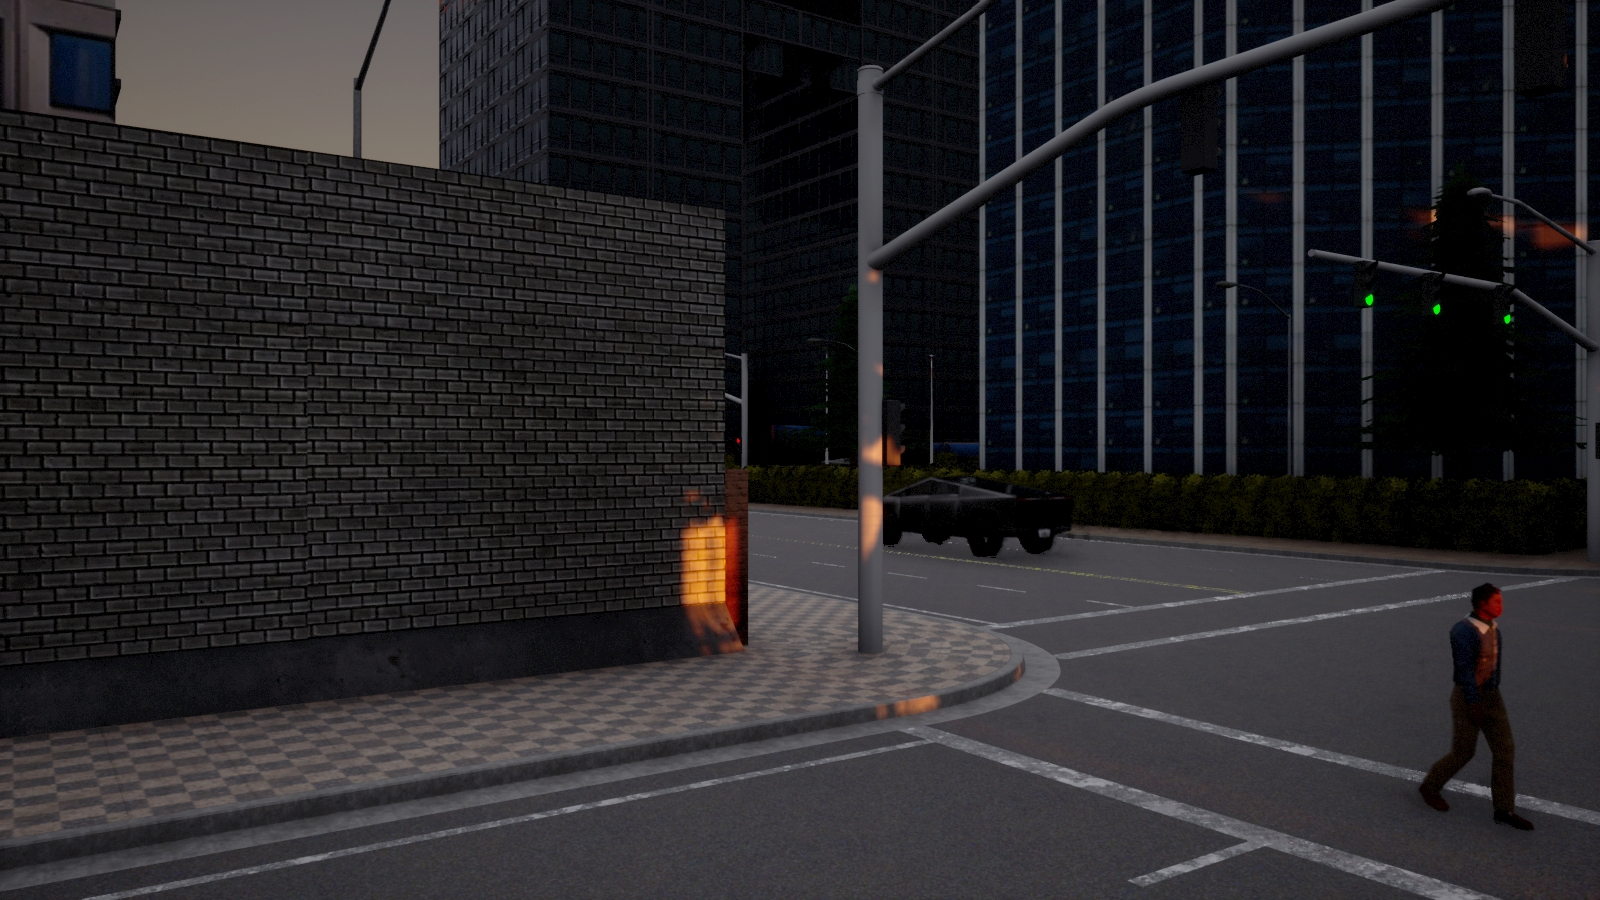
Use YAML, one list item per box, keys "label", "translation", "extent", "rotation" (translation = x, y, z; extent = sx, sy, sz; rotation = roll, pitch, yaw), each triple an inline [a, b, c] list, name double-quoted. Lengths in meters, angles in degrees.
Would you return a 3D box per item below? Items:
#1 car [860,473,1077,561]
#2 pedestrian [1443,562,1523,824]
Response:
- label: "car"
  translation: [4.571, 1.753, 32.142]
  extent: [2.390, 2.098, 6.274]
  rotation: [0, 0, -35]
- label: "pedestrian"
  translation: [5.128, 1.794, 8.584]
  extent: [0.375, 1.860, 0.375]
  rotation: [0, 0, -28]
